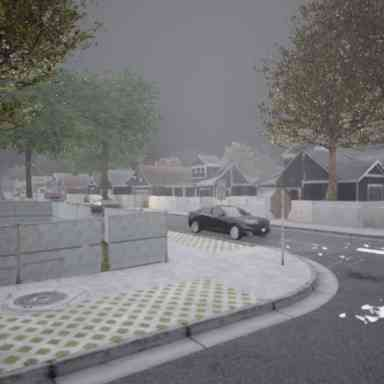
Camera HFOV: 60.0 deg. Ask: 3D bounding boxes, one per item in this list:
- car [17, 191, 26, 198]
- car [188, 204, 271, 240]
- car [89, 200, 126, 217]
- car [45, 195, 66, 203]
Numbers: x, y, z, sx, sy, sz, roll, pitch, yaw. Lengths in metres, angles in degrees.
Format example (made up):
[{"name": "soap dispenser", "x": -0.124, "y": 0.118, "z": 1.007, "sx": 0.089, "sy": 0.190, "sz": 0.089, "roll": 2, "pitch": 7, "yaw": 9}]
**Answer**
[{"name": "car", "x": -40.379, "y": 1.114, "z": 80.982, "sx": 2.128, "sy": 1.511, "sz": 4.902, "roll": 0, "pitch": 0, "yaw": -35}, {"name": "car", "x": 1.757, "y": 1.415, "z": 16.909, "sx": 1.882, "sy": 1.535, "sz": 5.008, "roll": 0, "pitch": 0, "yaw": -35}, {"name": "car", "x": -7.842, "y": 1.401, "z": 30.384, "sx": 2.033, "sy": 1.411, "sz": 5.357, "roll": 0, "pitch": 0, "yaw": -35}, {"name": "car", "x": -19.111, "y": 1.249, "z": 46.376, "sx": 1.882, "sy": 1.535, "sz": 5.008, "roll": 0, "pitch": 0, "yaw": -35}]
